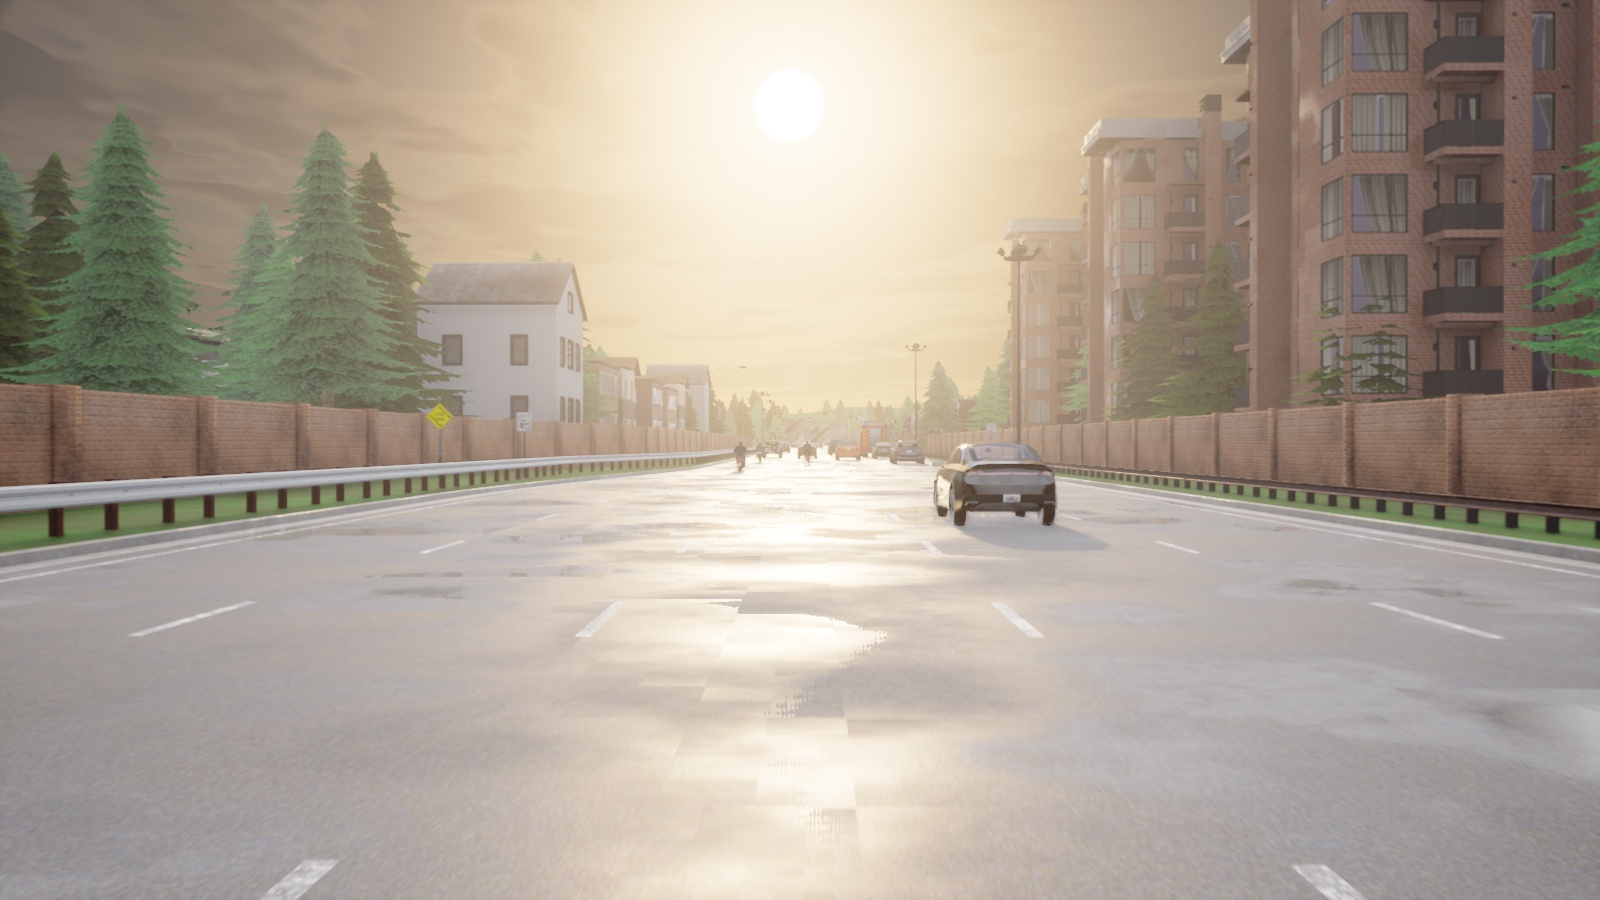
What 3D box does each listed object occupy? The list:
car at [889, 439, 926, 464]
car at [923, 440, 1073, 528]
[{"bbox_3d":[7.520,0.097,88.578,2.242,1.667,4.611,0,0,0],"label":"car"},{"bbox_3d":[3.653,0.570,24.094,2.128,1.511,4.902,0,0,0],"label":"car"}]
